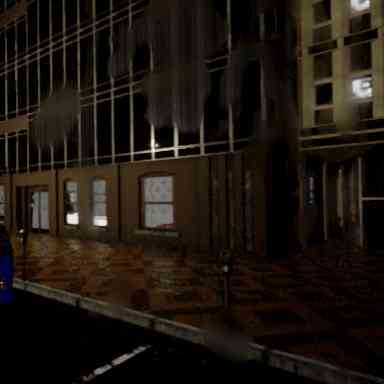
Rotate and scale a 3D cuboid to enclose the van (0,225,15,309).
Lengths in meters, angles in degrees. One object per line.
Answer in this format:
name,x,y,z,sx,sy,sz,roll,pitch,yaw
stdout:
van,-5.168,1.425,6.574,3.998,1.788,1.690,-1,-1,36
